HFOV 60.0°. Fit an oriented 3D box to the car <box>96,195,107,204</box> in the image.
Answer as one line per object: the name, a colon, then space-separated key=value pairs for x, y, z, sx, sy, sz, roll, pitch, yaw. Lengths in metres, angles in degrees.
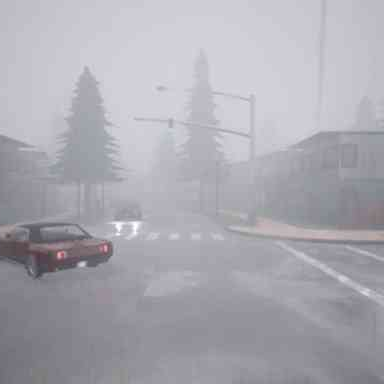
car: x=-16.455 y=1.258 z=62.711 sx=4.553 sy=1.767 sz=2.097 roll=0 pitch=0 yaw=45

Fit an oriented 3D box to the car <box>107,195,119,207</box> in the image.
car: x=-9.867 y=1.404 z=45.256 sx=1.882 sy=1.535 sz=5.008 roll=0 pitch=0 yaw=-23

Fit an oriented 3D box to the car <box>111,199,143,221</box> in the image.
car: x=-5.002 y=1.508 z=26.801 sx=1.994 sy=1.385 sz=4.181 roll=0 pitch=0 yaw=-6

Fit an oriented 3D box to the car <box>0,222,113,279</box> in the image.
car: x=-4.520 y=1.570 z=10.055 sx=4.718 sy=1.301 sz=1.895 roll=0 pitch=0 yaw=41

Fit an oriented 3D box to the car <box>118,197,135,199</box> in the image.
car: x=-6.557 y=1.442 z=35.540 sx=1.837 sy=1.490 sz=4.892 roll=0 pitch=0 yaw=-15
